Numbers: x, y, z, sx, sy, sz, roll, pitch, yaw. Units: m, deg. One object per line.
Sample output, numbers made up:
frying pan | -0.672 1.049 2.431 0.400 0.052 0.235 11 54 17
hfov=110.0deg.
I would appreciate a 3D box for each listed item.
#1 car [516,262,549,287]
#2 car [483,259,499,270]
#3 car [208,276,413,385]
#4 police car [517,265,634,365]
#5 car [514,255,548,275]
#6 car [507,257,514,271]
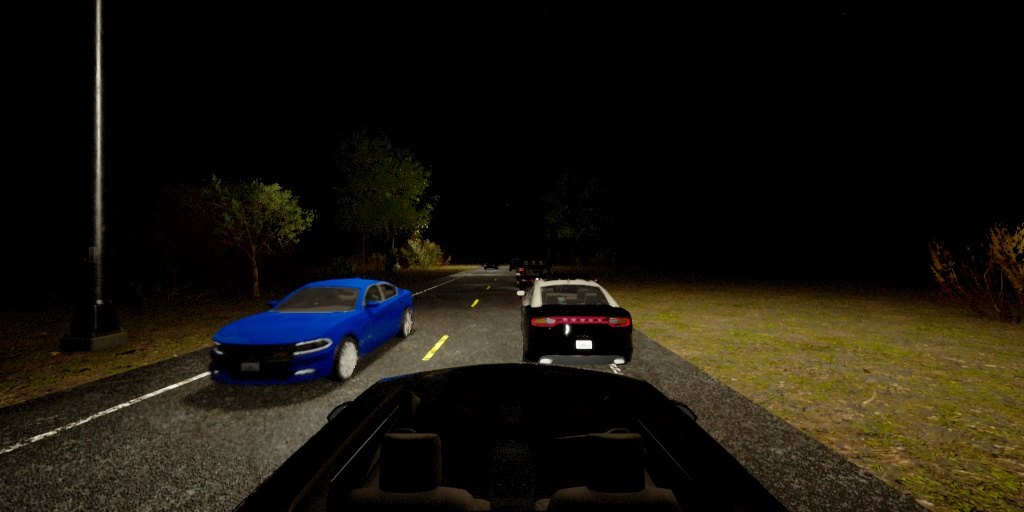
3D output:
car | 1.278 1.250 18.052 1.837 1.490 4.892 0 0 1
car | -2.957 1.205 50.759 1.837 1.490 4.892 0 0 1
car | -3.509 1.226 7.342 1.882 1.535 5.008 0 0 1
police car | 1.152 1.174 8.163 1.930 1.638 5.238 0 0 1
car | 1.354 0.964 24.081 2.150 2.045 5.566 0 0 1
car | 0.630 1.234 46.583 1.812 1.442 4.674 0 0 1
